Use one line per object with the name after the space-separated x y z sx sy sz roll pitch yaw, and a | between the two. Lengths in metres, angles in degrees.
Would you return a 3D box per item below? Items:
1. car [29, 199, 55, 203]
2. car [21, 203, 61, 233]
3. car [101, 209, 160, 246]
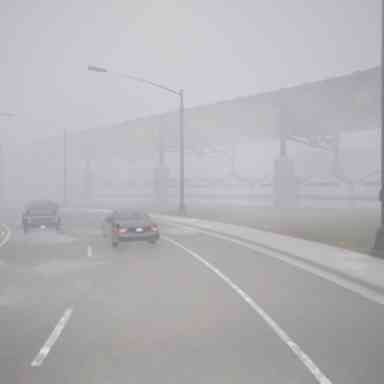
-14.597 1.398 31.977 5.008 1.535 1.882 0 0 44 | car
-9.043 1.552 19.688 1.895 1.301 4.718 0 0 -29 | car
-2.942 1.494 15.097 2.033 1.411 5.357 0 0 -21 | car
